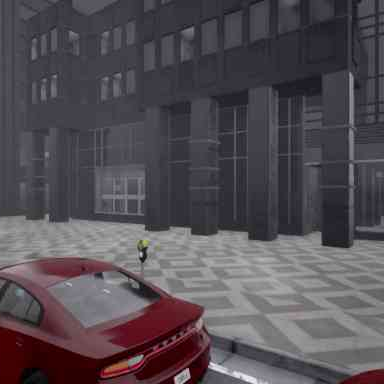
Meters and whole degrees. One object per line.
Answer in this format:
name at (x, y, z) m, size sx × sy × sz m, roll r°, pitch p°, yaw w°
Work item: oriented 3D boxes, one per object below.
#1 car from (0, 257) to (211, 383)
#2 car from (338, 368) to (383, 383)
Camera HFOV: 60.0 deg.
car at (-1.905, 1.545, 4.311) m, size 4.507 × 1.381 × 1.887 m, roll 0°, pitch 0°, yaw 35°
car at (2.691, 1.545, 1.048) m, size 4.507 × 1.381 × 1.887 m, roll 0°, pitch 0°, yaw 35°
